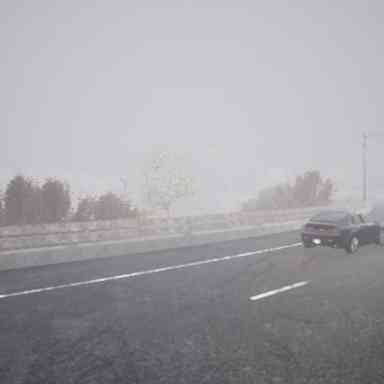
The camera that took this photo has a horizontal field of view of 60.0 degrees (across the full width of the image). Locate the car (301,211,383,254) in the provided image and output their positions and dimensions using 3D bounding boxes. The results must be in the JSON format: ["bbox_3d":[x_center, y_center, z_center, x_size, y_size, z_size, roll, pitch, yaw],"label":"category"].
[{"bbox_3d":[6.323,1.535,13.725,4.892,1.490,1.837,0,0,-42],"label":"car"}]
